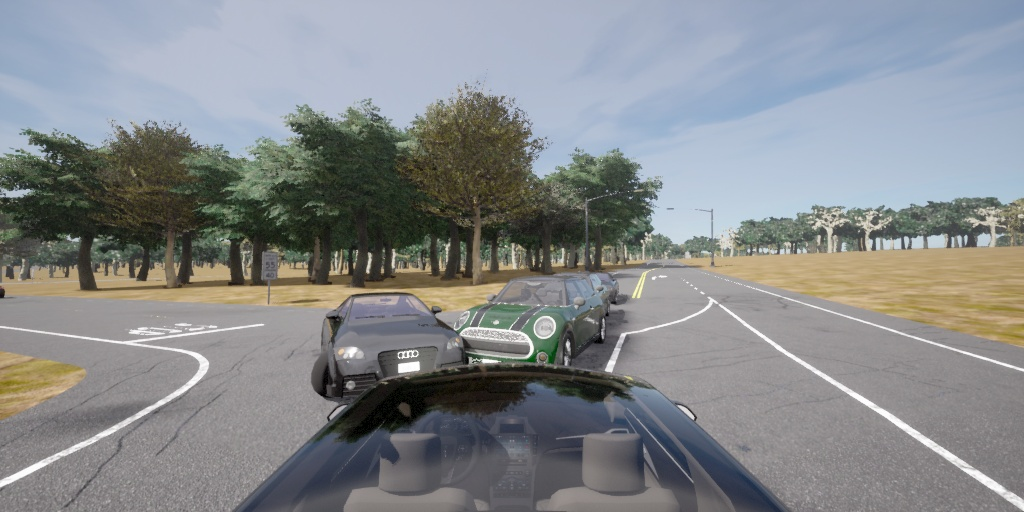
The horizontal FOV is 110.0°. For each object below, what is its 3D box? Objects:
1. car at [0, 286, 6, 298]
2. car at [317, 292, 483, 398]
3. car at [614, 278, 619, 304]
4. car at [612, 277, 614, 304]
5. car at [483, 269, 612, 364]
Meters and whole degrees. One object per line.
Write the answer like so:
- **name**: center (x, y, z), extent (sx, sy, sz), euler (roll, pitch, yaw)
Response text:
- **car**: center (-40.856, 2.561, 27.343), extent (4.181, 1.385, 1.994), euler (-2, -3, 22)
- **car**: center (-2.351, 1.375, 6.578), extent (1.994, 1.385, 4.181), euler (1, -2, -29)
- **car**: center (4.221, 1.509, 17.822), extent (1.994, 1.385, 4.181), euler (-1, 0, 19)
- **car**: center (2.027, 1.344, 12.096), extent (2.097, 1.767, 4.553), euler (-1, -1, 21)
- **car**: center (0.620, 1.218, 7.783), extent (2.097, 1.767, 4.553), euler (-1, -2, 26)
